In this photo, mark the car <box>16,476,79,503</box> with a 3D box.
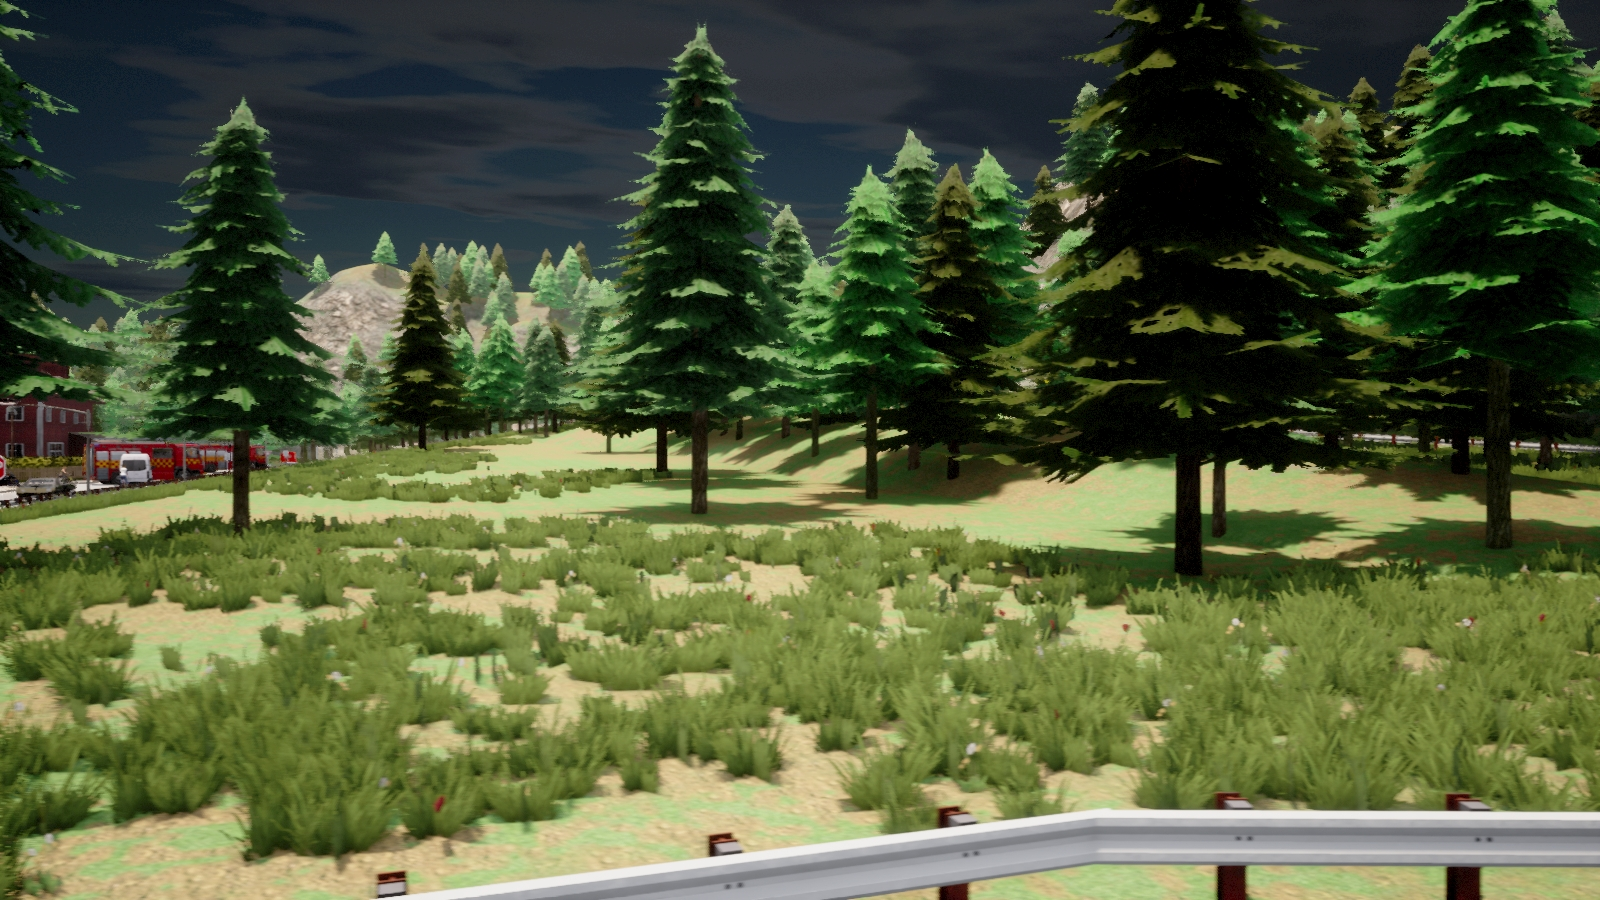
[{"bbox_3d":[-41.872,2.167,63.683,1.895,1.301,4.718,0,0,-20],"label":"car"}]
